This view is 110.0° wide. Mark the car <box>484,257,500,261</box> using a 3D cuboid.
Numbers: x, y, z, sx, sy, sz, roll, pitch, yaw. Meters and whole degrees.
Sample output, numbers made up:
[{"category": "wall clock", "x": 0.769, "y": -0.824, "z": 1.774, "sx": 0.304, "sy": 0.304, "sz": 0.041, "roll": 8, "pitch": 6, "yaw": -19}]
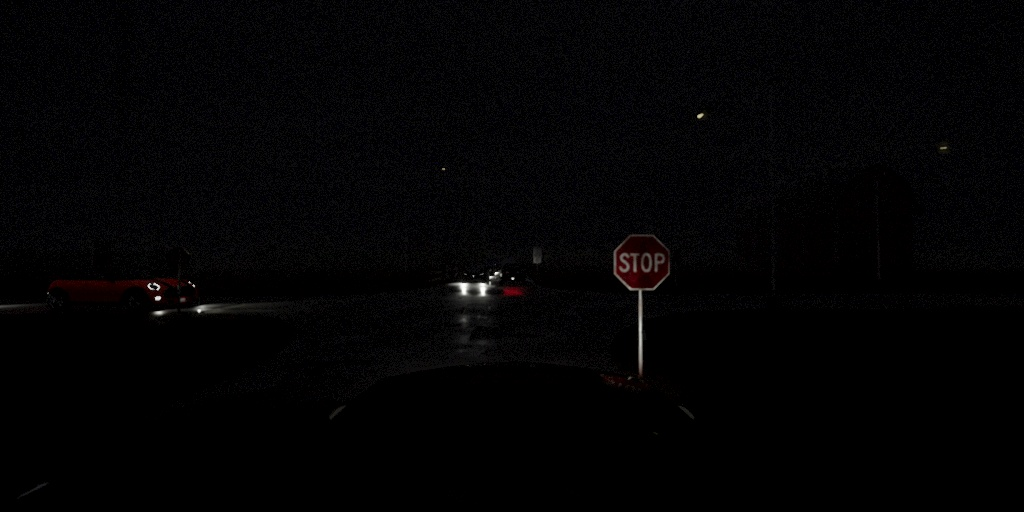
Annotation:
[{"category": "car", "x": -2.918, "y": 1.130, "z": 50.144, "sx": 2.150, "sy": 2.045, "sz": 5.566, "roll": 0, "pitch": 0, "yaw": 1}]

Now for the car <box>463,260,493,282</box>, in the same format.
[{"category": "car", "x": -2.942, "y": 1.345, "z": 30.135, "sx": 1.837, "sy": 1.490, "sz": 4.892, "roll": 0, "pitch": 0, "yaw": 1}]

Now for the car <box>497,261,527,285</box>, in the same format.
[{"category": "car", "x": 0.053, "y": 1.335, "z": 27.517, "sx": 1.837, "sy": 1.490, "sz": 4.892, "roll": 0, "pitch": 0, "yaw": 0}]

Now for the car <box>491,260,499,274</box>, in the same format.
[{"category": "car", "x": -2.905, "y": 1.421, "z": 39.940, "sx": 2.033, "sy": 1.411, "sz": 5.357, "roll": 0, "pitch": 0, "yaw": 0}]

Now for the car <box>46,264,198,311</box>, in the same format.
[{"category": "car", "x": -15.482, "y": 1.200, "z": 14.453, "sx": 4.553, "sy": 1.767, "sz": 2.097, "roll": 0, "pitch": -1, "yaw": 1}]
